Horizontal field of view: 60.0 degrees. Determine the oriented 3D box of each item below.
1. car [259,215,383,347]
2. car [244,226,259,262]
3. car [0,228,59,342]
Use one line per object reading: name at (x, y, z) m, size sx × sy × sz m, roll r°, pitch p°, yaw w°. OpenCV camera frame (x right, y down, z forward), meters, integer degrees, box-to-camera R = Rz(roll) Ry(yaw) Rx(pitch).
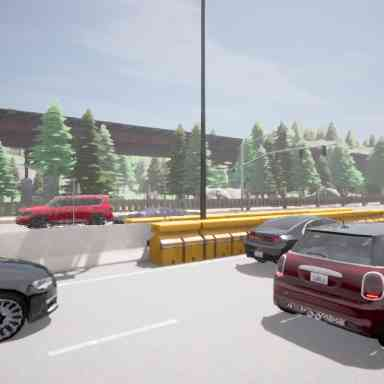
car at (3.688, 1.352, 6.378) m, size 4.553 × 1.767 × 2.097 m, roll 0°, pitch 0°, yaw -36°
car at (3.840, 1.505, 10.782) m, size 4.892 × 1.490 × 1.837 m, roll 0°, pitch 0°, yaw -36°
car at (-4.567, 1.492, 4.790) m, size 4.902 × 1.511 × 2.128 m, roll 0°, pitch 0°, yaw -35°
